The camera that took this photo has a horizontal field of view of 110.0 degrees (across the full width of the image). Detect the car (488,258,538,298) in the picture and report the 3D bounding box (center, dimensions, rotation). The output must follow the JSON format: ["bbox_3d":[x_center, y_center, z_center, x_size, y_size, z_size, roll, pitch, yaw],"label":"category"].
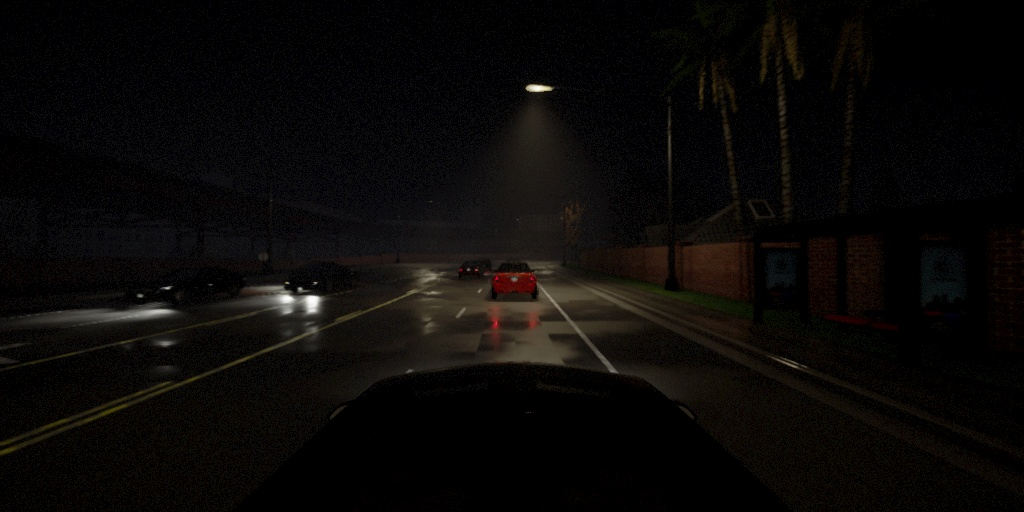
[{"bbox_3d":[0.105,1.026,17.899,2.097,1.767,4.553,0,0,0],"label":"car"}]

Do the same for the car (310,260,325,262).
[{"bbox_3d":[-14.043,1.071,26.065,1.882,1.535,5.008,0,1,1],"label":"car"}]

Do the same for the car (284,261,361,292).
[{"bbox_3d":[-10.494,1.216,20.408,2.033,1.411,5.357,0,0,0],"label":"car"}]

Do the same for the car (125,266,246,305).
[{"bbox_3d":[-14.082,1.209,15.913,1.812,1.442,4.674,0,0,0],"label":"car"}]

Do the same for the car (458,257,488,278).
[{"bbox_3d":[-3.391,1.103,30.490,2.033,1.411,5.357,0,1,0],"label":"car"}]

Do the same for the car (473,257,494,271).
[{"bbox_3d":[-3.380,0.919,43.708,2.128,1.511,4.902,0,1,0],"label":"car"}]
